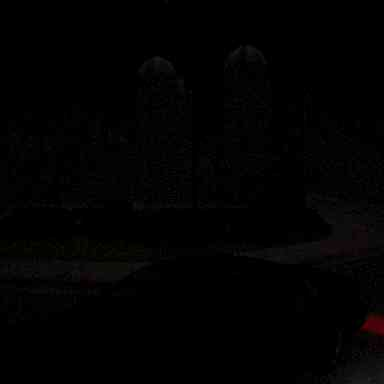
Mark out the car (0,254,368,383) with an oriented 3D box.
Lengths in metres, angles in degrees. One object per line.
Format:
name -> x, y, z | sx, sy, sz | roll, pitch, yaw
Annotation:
car -> 0.115, 1.548, 3.954 | 5.357, 1.411, 2.033 | 0, 0, -39

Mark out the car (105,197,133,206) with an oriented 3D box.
car -> -9.626, 1.528, 44.287 | 2.242, 1.667, 4.611 | 0, 0, 16
